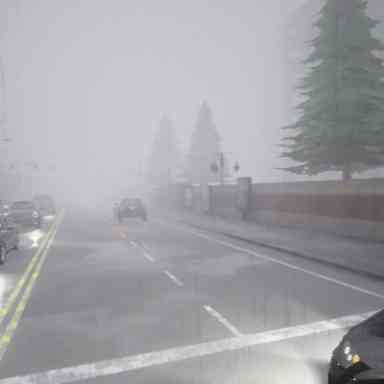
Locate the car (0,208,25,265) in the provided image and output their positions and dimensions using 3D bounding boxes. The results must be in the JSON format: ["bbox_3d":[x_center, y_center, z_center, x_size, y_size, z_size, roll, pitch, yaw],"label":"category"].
[{"bbox_3d":[-7.252,1.557,11.532,1.837,1.490,4.892,-1,0,-20],"label":"car"}]

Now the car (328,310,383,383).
[{"bbox_3d":[3.152,1.500,2.205,1.994,1.385,4.181,-3,1,-38],"label":"car"}]

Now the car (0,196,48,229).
[{"bbox_3d":[-10.876,1.401,21.690,2.097,1.767,4.553,-1,0,-20],"label":"car"}]

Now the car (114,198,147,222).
[{"bbox_3d":[-4.950,1.238,26.143,2.097,1.767,4.553,-1,1,-18],"label":"car"}]

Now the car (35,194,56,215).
[{"bbox_3d":[-15.515,1.258,34.788,2.150,2.045,5.566,-1,2,-18],"label":"car"}]
